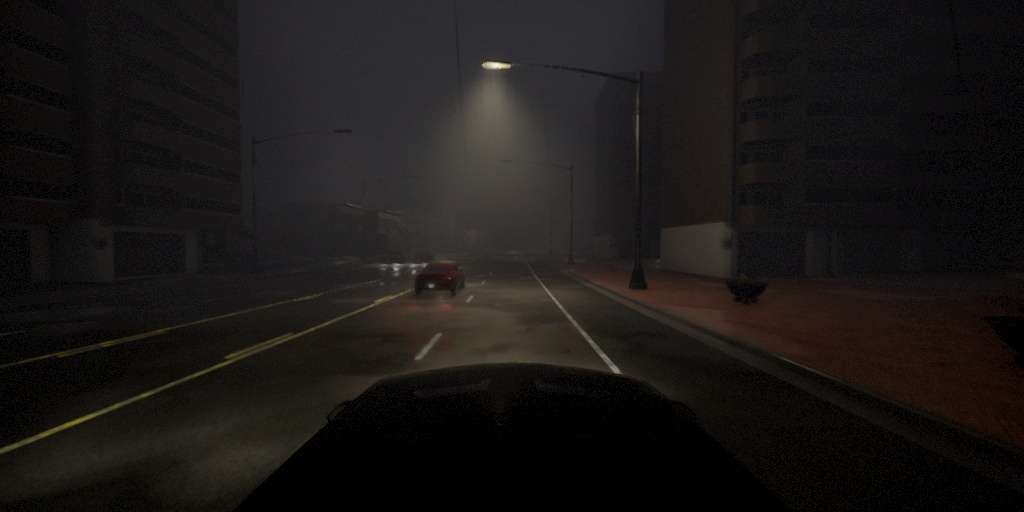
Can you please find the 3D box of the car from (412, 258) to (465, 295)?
[{"bbox_3d":[-3.414,1.030,17.451,1.812,1.442,4.674,0,1,0],"label":"car"}]

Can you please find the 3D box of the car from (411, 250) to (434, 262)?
[{"bbox_3d":[-10.570,0.065,43.096,1.812,1.442,4.674,0,3,0],"label":"car"}]

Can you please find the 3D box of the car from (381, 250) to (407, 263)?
[{"bbox_3d":[-14.070,0.065,43.096,1.812,1.442,4.674,0,3,0],"label":"car"}]
